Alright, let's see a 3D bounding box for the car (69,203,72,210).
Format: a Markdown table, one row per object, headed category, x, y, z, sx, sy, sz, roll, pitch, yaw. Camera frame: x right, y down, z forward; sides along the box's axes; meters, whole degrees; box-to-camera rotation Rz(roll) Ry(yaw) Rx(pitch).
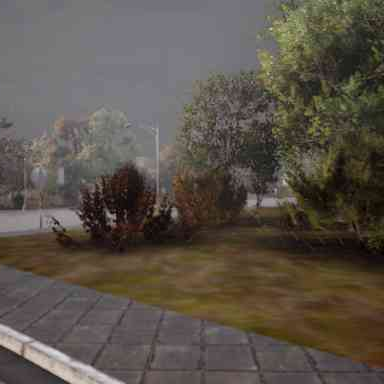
| category | x | y | z | sx | sy | sz | roll | pitch | yaw |
| --- | --- | --- | --- | --- | --- | --- | --- | --- | --- |
| car | -11.993 | 1.451 | 38.837 | 1.837 | 1.490 | 4.892 | 0 | 0 | 32 |
